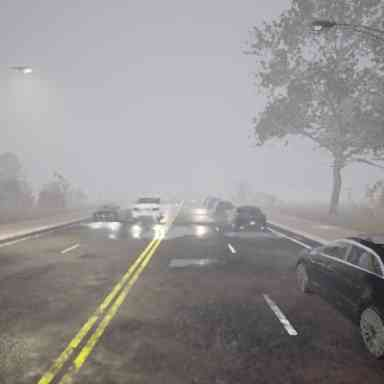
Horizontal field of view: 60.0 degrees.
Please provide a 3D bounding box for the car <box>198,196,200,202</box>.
[{"bbox_3d":[2.780,1.607,66.500,1.801,1.575,5.366,0,0,-1],"label":"car"}]

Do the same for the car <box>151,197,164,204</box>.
[{"bbox_3d":[-6.984,1.685,67.584,2.033,1.411,5.357,0,0,-1],"label":"car"}]

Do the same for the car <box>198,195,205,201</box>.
[{"bbox_3d":[2.510,1.680,88.310,1.837,1.490,4.892,0,0,-1],"label":"car"}]

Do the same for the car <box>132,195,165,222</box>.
[{"bbox_3d":[-3.437,1.298,27.195,2.150,2.045,5.566,0,0,0],"label":"car"}]

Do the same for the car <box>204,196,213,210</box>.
[{"bbox_3d":[3.032,1.465,44.266,2.097,1.767,4.553,0,0,-1],"label":"car"}]

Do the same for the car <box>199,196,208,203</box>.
[{"bbox_3d":[2.646,1.712,77.310,2.033,1.411,5.357,0,0,-1],"label":"car"}]

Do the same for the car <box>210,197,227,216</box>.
[{"bbox_3d":[3.123,1.593,33.286,1.837,1.490,4.892,0,0,0],"label":"car"}]

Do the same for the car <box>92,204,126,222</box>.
[{"bbox_3d":[-6.686,1.640,27.120,1.994,1.385,4.181,0,0,0],"label":"car"}]

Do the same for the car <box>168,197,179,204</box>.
[{"bbox_3d":[-3.736,1.667,67.630,1.812,1.442,4.674,0,0,-1],"label":"car"}]

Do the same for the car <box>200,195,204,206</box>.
[{"bbox_3d":[2.917,1.485,55.277,2.097,1.767,4.553,0,0,-1],"label":"car"}]

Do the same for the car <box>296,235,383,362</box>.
[{"bbox_3d":[3.341,1.510,5.894,2.128,1.511,4.902,0,0,0],"label":"car"}]

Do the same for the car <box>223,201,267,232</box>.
[{"bbox_3d":[3.294,1.536,20.632,1.882,1.535,5.008,0,0,0],"label":"car"}]
